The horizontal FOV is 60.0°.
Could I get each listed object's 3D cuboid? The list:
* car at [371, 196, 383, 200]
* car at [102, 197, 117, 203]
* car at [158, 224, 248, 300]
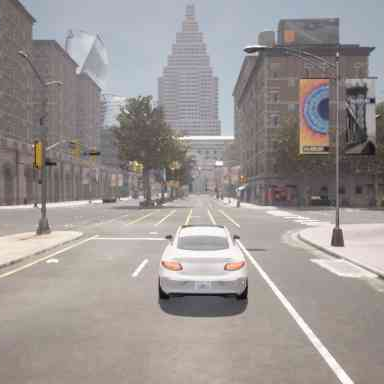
[{"bbox_3d":[36.007,1.481,67.556,2.231,1.521,4.892,0,0,1],"label":"car"},{"bbox_3d":[-16.705,1.595,67.376,1.895,1.301,4.718,0,0,1],"label":"car"},{"bbox_3d":[0.266,1.526,8.303,1.812,1.442,4.674,0,0,2],"label":"car"}]
